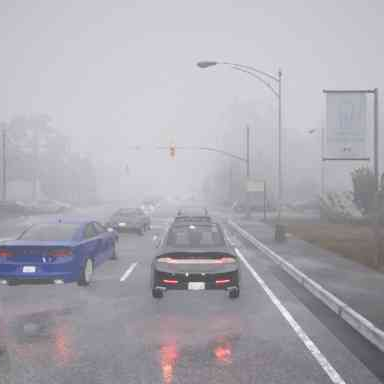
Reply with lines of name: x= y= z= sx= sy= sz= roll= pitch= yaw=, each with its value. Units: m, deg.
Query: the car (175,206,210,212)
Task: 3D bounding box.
car: x=0.038 y=1.478 z=17.964 sx=1.882 sy=1.535 sz=5.008 roll=0 pitch=0 yaw=0

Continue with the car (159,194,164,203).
car: x=-7.261 y=1.505 z=65.951 sx=1.837 sy=1.490 sz=4.892 roll=0 pitch=0 yaw=0

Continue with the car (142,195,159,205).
car: x=-7.278 y=1.505 z=56.583 sx=1.837 sy=1.490 sz=4.892 roll=0 pitch=0 yaw=0

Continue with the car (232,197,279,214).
car: x=6.519 y=1.353 z=34.774 sx=4.553 sy=1.767 sz=2.097 roll=0 pitch=0 yaw=3

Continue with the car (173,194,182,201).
car: x=-3.800 y=1.471 z=85.277 sx=1.882 sy=1.535 sz=5.008 roll=0 pitch=0 yaw=0

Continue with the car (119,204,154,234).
car: x=-3.463 y=1.564 z=18.464 sx=1.994 sy=1.385 sz=4.181 roll=0 pitch=0 yaw=0

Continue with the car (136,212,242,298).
car: x=0.073 y=1.491 z=8.468 sx=2.128 sy=1.511 sz=4.902 roll=0 pitch=0 yaw=0

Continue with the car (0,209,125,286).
car: x=-3.431 y=1.478 z=9.472 sx=1.882 sy=1.535 sz=5.008 roll=0 pitch=0 yaw=0

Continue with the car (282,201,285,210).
car: x=12.852 y=1.491 z=41.661 sx=4.902 sy=1.511 sz=2.128 roll=0 pitch=0 yaw=3

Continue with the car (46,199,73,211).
car: x=-15.552 y=1.525 z=36.579 sx=4.674 sy=1.442 sz=1.812 roll=0 pitch=0 yaw=-6

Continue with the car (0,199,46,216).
car: x=-16.934 y=1.525 z=32.011 sx=4.674 sy=1.442 sz=1.812 roll=0 pitch=0 yaw=11

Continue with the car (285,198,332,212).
car: x=13.570 y=1.526 z=38.103 sx=4.674 sy=1.442 sz=1.812 roll=0 pitch=0 yaw=3

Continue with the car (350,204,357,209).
car: x=22.589 y=1.542 z=41.133 sx=5.357 sy=1.411 sz=2.033 roll=0 pitch=0 yaw=3

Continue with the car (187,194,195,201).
car: x=-0.302 y=1.518 z=85.673 sx=2.128 sy=1.511 sz=4.902 roll=0 pitch=0 yaw=0
